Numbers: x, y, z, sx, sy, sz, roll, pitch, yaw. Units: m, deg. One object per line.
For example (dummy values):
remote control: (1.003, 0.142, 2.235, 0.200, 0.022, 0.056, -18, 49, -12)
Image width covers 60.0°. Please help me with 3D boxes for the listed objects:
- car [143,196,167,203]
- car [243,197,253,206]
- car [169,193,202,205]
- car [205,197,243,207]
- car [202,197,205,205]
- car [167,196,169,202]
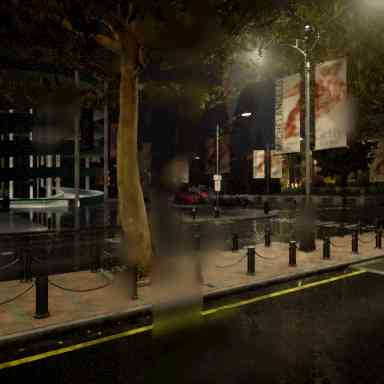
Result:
car: (-7.963, 1.478, 66.922, 5.008, 1.535, 1.882, 0, 0, 42)
car: (7.516, 1.491, 52.769, 2.128, 1.511, 4.902, 0, 0, -35)
car: (-1.149, 1.221, 58.927, 2.150, 2.045, 5.566, 0, 0, -36)
car: (4.758, 1.547, 50.625, 2.033, 1.411, 5.357, 0, 0, -35)
car: (1.871, 1.547, 60.719, 2.033, 1.411, 5.357, 0, 0, -36)
car: (-4.443, 1.526, 68.541, 1.812, 1.442, 4.674, 0, 0, -44)
